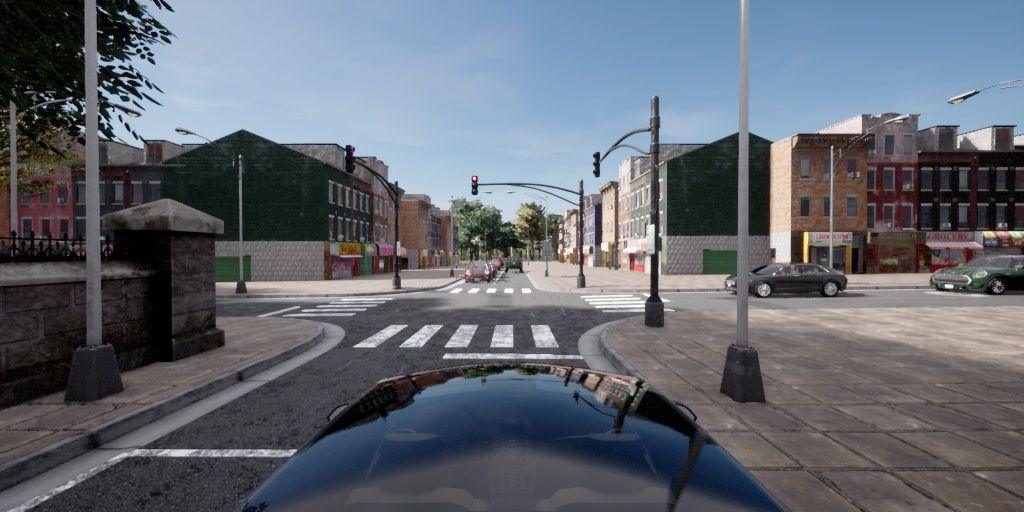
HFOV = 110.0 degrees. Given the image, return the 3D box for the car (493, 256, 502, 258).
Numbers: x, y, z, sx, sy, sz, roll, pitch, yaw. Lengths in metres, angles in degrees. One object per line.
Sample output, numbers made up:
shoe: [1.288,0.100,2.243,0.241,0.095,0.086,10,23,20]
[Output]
car: [-2.810,1.269,60.924,1.801,1.575,5.366,0,0,0]

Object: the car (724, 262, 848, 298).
car: [12.328,1.048,16.327,4.892,1.490,1.837,-1,1,0]

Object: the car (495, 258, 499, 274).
car: [-2.525,1.209,33.548,1.967,1.591,4.097,0,0,0]

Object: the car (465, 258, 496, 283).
car: [-2.545,1.203,28.114,1.967,1.591,4.097,0,0,0]

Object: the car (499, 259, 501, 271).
car: [-2.505,1.342,38.982,1.948,1.339,4.313,0,0,0]

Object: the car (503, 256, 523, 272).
car: [0.258,1.008,46.691,2.150,2.045,5.566,0,0,0]

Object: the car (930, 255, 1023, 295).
car: [22.106,0.765,16.288,4.553,1.767,2.097,-1,1,0]

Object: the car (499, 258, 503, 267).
car: [-2.465,1.337,49.852,1.888,1.381,4.507,0,0,0]
